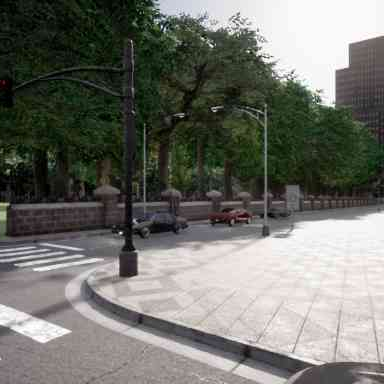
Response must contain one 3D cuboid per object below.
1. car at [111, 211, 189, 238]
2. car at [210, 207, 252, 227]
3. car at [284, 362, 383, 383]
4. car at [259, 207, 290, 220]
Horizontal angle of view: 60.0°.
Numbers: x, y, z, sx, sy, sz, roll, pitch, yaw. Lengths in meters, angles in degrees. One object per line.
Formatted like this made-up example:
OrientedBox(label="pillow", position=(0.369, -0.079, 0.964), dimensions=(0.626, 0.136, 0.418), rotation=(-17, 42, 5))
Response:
OrientedBox(label="car", position=(-2.321, 1.887, 20.214), dimensions=(2.033, 1.411, 5.357), rotation=(0, -1, 35))
OrientedBox(label="car", position=(3.419, 2.022, 28.334), dimensions=(1.882, 1.535, 5.008), rotation=(0, -1, 35))
OrientedBox(label="car", position=(2.351, 1.551, 1.286), dimensions=(4.403, 1.369, 2.008), rotation=(0, 0, 36))
OrientedBox(label="car", position=(9.097, 2.351, 36.358), dimensions=(1.895, 1.301, 4.718), rotation=(0, -1, 35))
